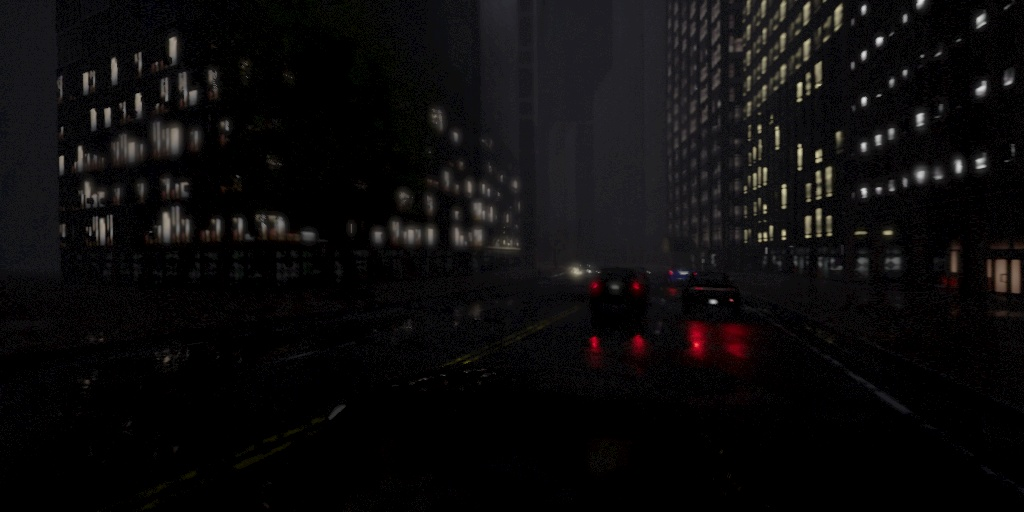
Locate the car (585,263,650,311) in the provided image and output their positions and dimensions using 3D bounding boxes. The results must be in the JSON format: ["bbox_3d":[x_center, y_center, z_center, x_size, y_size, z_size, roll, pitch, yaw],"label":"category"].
[{"bbox_3d":[4.814,1.242,15.660,2.097,1.767,4.553,0,-1,24],"label":"car"}]

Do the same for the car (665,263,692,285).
[{"bbox_3d":[13.419,1.360,28.590,2.097,1.767,4.553,0,-1,20],"label":"car"}]

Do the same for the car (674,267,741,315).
[{"bbox_3d":[7.827,1.363,14.434,2.128,1.511,4.902,0,-1,24],"label":"car"}]

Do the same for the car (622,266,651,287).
[{"bbox_3d":[10.066,1.571,28.871,2.033,1.411,5.357,0,-1,20],"label":"car"}]
